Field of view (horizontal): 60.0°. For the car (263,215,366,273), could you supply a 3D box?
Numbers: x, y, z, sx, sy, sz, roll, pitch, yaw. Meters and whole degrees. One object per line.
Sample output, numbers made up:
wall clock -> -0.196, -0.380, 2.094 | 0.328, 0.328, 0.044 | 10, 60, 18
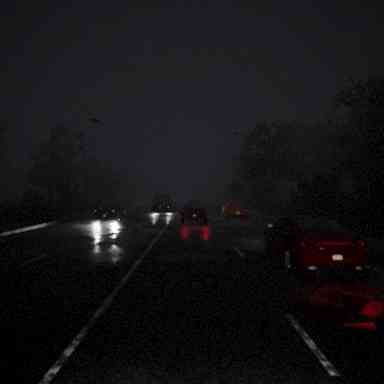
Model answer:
car -> 3.630, 1.480, 10.757 | 1.882, 1.535, 5.008 | 0, 0, 0

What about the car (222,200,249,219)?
car -> 3.678, 1.481, 28.940 | 1.882, 1.535, 5.008 | 0, 0, 0

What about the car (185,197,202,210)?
car -> 0.218, 1.495, 42.910 | 2.128, 1.511, 4.902 | 0, 0, 0

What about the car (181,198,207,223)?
car -> 0.169, 1.480, 25.646 | 1.882, 1.535, 5.008 | 0, 0, 0

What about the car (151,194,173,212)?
car -> -3.486, 1.222, 39.118 | 2.150, 2.045, 5.566 | 0, 0, 0

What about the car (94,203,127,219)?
car -> -7.020, 1.601, 28.931 | 1.895, 1.301, 4.718 | 0, 0, 0

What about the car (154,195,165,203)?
car -> -6.804, 1.462, 70.158 | 1.882, 1.535, 5.008 | 0, 0, 0
